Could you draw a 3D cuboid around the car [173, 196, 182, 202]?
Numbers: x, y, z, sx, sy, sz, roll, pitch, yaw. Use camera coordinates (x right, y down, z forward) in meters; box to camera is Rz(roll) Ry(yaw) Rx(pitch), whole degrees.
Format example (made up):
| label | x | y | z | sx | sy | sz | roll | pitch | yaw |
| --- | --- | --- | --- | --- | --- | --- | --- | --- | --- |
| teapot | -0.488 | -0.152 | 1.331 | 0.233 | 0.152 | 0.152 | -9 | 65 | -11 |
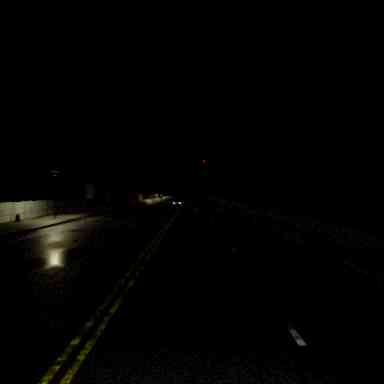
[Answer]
| label | x | y | z | sx | sy | sz | roll | pitch | yaw |
| --- | --- | --- | --- | --- | --- | --- | --- | --- | --- |
| car | -3.249 | 1.490 | 73.905 | 2.033 | 1.411 | 5.357 | 0 | 0 | 0 |
